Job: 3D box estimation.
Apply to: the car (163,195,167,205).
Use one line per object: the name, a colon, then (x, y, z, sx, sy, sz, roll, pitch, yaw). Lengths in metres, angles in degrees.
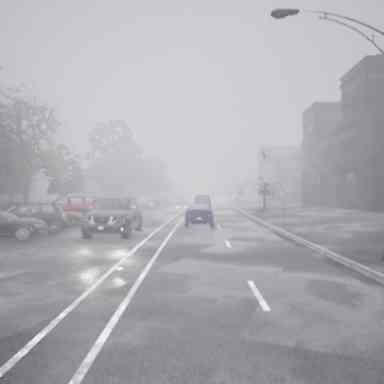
car: (-7.193, 1.728, 56.790, 4.674, 1.452, 2.002, -1, -1, -16)

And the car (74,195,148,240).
car: (-3.997, 1.257, 17.587, 2.150, 2.045, 5.566, 0, 0, 2)

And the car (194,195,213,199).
car: (1.382, 1.356, 41.884, 2.150, 2.045, 5.566, 0, 0, 3)

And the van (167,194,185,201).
van: (-4.292, 1.446, 89.241, 4.442, 1.987, 1.878, -1, 0, -14)

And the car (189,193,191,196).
car: (-3.440, 1.640, 95.231, 5.366, 1.575, 1.946, -1, 0, -15)

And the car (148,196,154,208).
car: (-8.021, 1.685, 44.934, 4.674, 1.452, 2.002, -1, 0, -17)

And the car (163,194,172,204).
car: (-6.674, 1.574, 62.719, 4.553, 1.767, 2.185, -1, 0, -15)

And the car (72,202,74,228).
car: (-9.135, 1.576, 21.238, 4.674, 1.452, 2.002, -1, 0, -18)

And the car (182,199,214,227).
car: (0.538, 1.532, 23.587, 1.882, 1.535, 5.008, 0, 0, 2)

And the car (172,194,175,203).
car: (-6.447, 1.705, 65.673, 4.892, 1.521, 2.231, -1, 0, -15)

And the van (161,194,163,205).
van: (-7.534, 1.455, 53.791, 4.442, 1.987, 1.878, -1, 0, -16)

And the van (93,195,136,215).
van: (-8.422, 1.372, 36.116, 4.442, 1.987, 1.878, -1, -1, -17)

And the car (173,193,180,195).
car: (-6.065, 1.705, 71.543, 5.366, 1.575, 1.946, -1, 0, -15)

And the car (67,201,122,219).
car: (-8.807, 1.611, 30.142, 4.674, 1.452, 2.002, -1, -1, -18)

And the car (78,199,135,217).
car: (-8.496, 1.579, 33.167, 5.366, 1.575, 1.946, -1, -1, -18)

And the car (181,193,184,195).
car: (-5.062, 1.570, 80.430, 4.553, 1.767, 2.185, -1, 0, -14)

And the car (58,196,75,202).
car: (-9.065, 1.296, 24.193, 5.566, 2.045, 2.435, -1, 0, -18)

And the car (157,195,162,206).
car: (-7.629, 1.669, 50.861, 5.008, 1.535, 2.097, -1, 0, -16)

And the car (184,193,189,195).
car: (-4.496, 1.429, 86.321, 5.566, 2.045, 2.435, -1, 0, -15)

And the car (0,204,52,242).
car: (-9.298, 1.518, 15.299, 4.892, 1.521, 2.231, -1, 0, -19)

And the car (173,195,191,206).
car: (-1.705, 1.763, 59.240, 1.994, 1.385, 4.181, 0, 0, 5)

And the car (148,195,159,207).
car: (-8.018, 1.657, 47.847, 5.366, 1.575, 1.946, -1, 0, -17)

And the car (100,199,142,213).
car: (-8.371, 1.654, 39.042, 4.674, 1.452, 2.002, -1, 0, -17)

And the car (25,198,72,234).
car: (-9.185, 1.400, 18.271, 4.553, 1.767, 2.185, -1, 0, -19)
